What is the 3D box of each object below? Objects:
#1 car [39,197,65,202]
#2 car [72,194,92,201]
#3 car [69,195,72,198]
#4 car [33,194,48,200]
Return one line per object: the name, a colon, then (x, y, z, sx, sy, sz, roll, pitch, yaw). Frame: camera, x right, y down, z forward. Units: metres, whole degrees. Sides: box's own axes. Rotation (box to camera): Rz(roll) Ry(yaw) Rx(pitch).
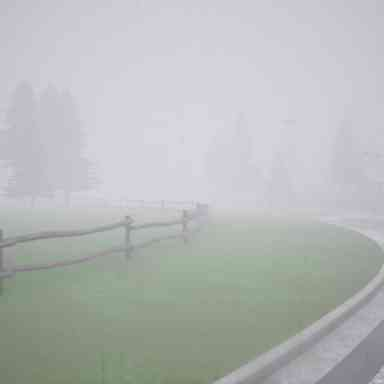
car: (-28.493, 1.331, 67.763, 5.357, 1.411, 2.033, 0, 0, 45)
car: (-23.676, 1.271, 72.841, 4.892, 1.490, 1.837, 0, 0, 45)
car: (-31.820, 1.211, 85.817, 5.008, 1.535, 1.882, 0, 0, 45)
car: (-36.854, 1.276, 80.951, 4.674, 1.442, 1.812, 0, 0, 45)
